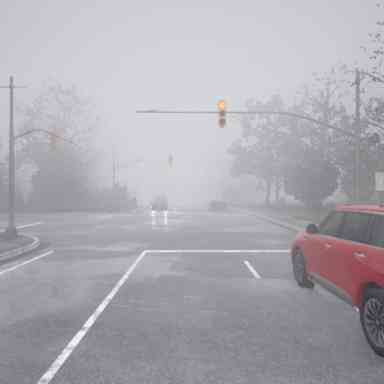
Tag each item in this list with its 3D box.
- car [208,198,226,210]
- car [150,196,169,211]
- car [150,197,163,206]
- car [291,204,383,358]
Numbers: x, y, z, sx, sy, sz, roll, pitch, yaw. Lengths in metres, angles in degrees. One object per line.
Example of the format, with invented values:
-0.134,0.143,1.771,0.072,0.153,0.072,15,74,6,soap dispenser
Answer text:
3.147,1.536,42.657,1.882,1.535,5.008,0,-1,-3,car
-4.075,1.566,42.521,1.837,1.490,4.892,0,-1,-3,car
-7.479,1.913,69.216,2.097,1.767,4.553,0,-1,-13,car
3.590,1.218,6.135,2.150,2.045,5.566,0,0,0,car
